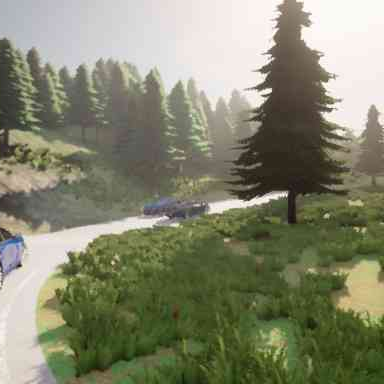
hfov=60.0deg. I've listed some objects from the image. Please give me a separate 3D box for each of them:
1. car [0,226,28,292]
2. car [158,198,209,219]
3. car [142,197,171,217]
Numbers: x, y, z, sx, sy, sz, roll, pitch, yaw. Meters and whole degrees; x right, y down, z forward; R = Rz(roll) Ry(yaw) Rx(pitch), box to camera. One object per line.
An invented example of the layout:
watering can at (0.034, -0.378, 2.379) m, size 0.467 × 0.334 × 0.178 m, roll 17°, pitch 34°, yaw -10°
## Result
car at (-5.694, 1.575, 8.654) m, size 1.882 × 1.535 × 5.008 m, roll 0°, pitch 0°, yaw -17°
car at (-0.336, 1.414, 28.840) m, size 1.837 × 1.490 × 4.892 m, roll -1°, pitch 4°, yaw 36°
car at (-2.565, 1.343, 31.537) m, size 1.882 × 1.535 × 5.008 m, roll -1°, pitch 4°, yaw 37°
